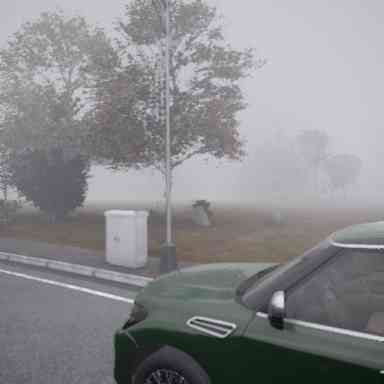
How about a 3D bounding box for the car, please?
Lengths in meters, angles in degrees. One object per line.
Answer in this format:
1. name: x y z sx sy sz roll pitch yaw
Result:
1. car: 1.867 1.213 2.575 5.566 2.045 2.150 0 0 35
